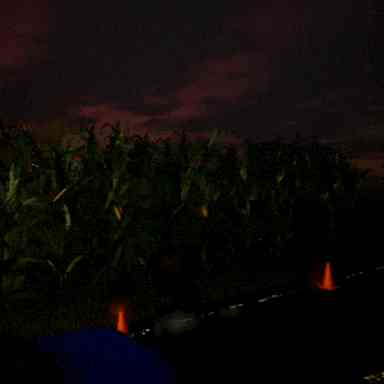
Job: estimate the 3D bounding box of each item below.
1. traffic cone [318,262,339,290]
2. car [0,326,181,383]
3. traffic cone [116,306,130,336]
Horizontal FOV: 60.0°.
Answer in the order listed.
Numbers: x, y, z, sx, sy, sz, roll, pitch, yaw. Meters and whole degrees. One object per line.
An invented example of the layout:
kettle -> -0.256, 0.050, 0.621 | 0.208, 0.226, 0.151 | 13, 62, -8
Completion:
traffic cone -> 3.131, 1.904, 7.641 | 0.340, 0.580, 0.340 | 0, 0, -34
car -> -2.263, 1.486, 0.950 | 5.008, 1.535, 1.882 | -1, 0, -35
traffic cone -> -1.000, 1.939, 4.777 | 0.340, 0.580, 0.340 | -1, 0, -35
